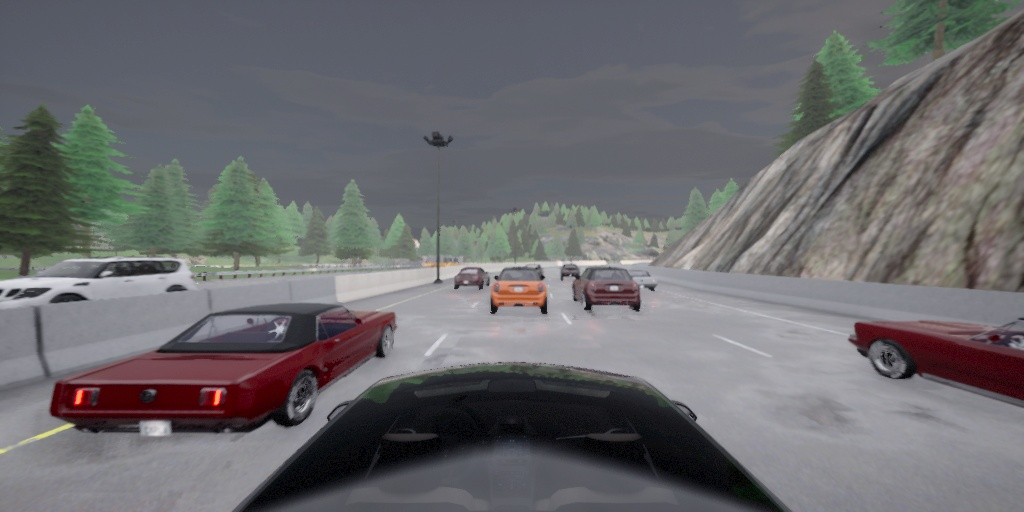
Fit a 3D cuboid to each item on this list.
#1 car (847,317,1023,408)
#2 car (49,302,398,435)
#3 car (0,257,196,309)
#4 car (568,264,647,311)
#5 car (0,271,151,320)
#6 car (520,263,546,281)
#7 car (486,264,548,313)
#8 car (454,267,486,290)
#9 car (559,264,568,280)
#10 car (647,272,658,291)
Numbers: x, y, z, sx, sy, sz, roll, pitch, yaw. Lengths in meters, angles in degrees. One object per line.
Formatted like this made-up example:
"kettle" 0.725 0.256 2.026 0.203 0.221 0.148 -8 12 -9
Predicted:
"car" 7.102 1.376 4.412 1.895 1.301 4.718 0 0 0
"car" -3.392 1.380 5.653 1.895 1.301 4.718 0 0 0
"car" -13.985 1.047 12.262 2.150 2.045 5.566 0 -1 2
"car" 3.823 1.211 15.248 2.097 1.767 4.553 0 0 2
"car" -17.450 1.380 13.583 2.033 1.411 5.357 0 0 2
"car" 2.137 1.504 35.045 2.128 1.511 4.902 0 0 8
"car" 0.307 1.203 14.752 2.097 1.767 4.553 0 -1 2
"car" -2.625 1.451 24.249 1.812 1.442 4.674 0 0 5
"car" 5.691 1.521 35.188 1.837 1.490 4.892 0 0 8
"car" 7.803 1.525 23.303 1.895 1.301 4.718 0 0 5
